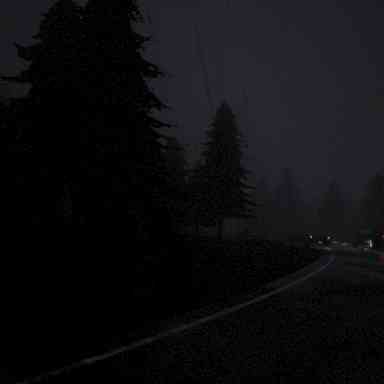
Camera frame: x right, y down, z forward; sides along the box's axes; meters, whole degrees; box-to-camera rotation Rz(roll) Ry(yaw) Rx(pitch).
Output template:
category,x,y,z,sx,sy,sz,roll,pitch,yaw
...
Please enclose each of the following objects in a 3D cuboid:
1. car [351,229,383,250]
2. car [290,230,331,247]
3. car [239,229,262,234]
category,x,y,z,sx,sy,sz,roll,pitch,yaw
car,13.316,3.454,24.314,2.128,1.511,4.902,2,-7,5
car,9.982,3.949,28.537,1.895,1.301,4.718,3,-7,-5
car,7.847,5.794,44.888,1.812,1.442,4.674,3,-7,-27
